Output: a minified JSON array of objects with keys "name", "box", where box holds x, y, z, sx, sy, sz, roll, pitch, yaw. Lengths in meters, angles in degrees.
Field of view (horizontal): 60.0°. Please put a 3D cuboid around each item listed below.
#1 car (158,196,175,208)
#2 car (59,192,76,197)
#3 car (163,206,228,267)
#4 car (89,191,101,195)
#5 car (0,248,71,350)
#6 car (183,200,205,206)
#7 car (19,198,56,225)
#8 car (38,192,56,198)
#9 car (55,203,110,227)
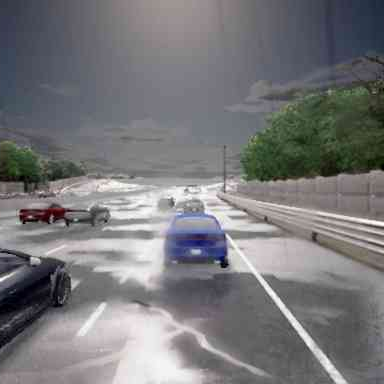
[{"name":"car","box":[-3.305,1.211,43.586,2.128,1.511,4.902,0,1,1]},{"name":"car","box":[-24.078,0.783,64.506,1.812,1.442,4.674,0,1,1]},{"name":"car","box":[0.116,1.455,11.423,1.882,1.535,5.008,0,0,0]},{"name":"car","box":[-20.497,0.613,70.359,1.837,1.490,4.892,0,1,1]},{"name":"car","box":[-3.497,1.553,5.234,1.994,1.385,4.181,0,0,0]},{"name":"car","box":[0.193,1.456,29.455,2.033,1.411,5.357,0,1,0]},{"name":"car","box":[-10.340,1.422,23.731,1.882,1.535,5.008,0,0,0]},{"name":"car","box":[-30.984,0.630,71.349,2.033,1.411,5.357,0,1,1]},{"name":"car","box":[-6.848,1.444,22.103,2.128,1.511,4.902,0,0,0]}]
